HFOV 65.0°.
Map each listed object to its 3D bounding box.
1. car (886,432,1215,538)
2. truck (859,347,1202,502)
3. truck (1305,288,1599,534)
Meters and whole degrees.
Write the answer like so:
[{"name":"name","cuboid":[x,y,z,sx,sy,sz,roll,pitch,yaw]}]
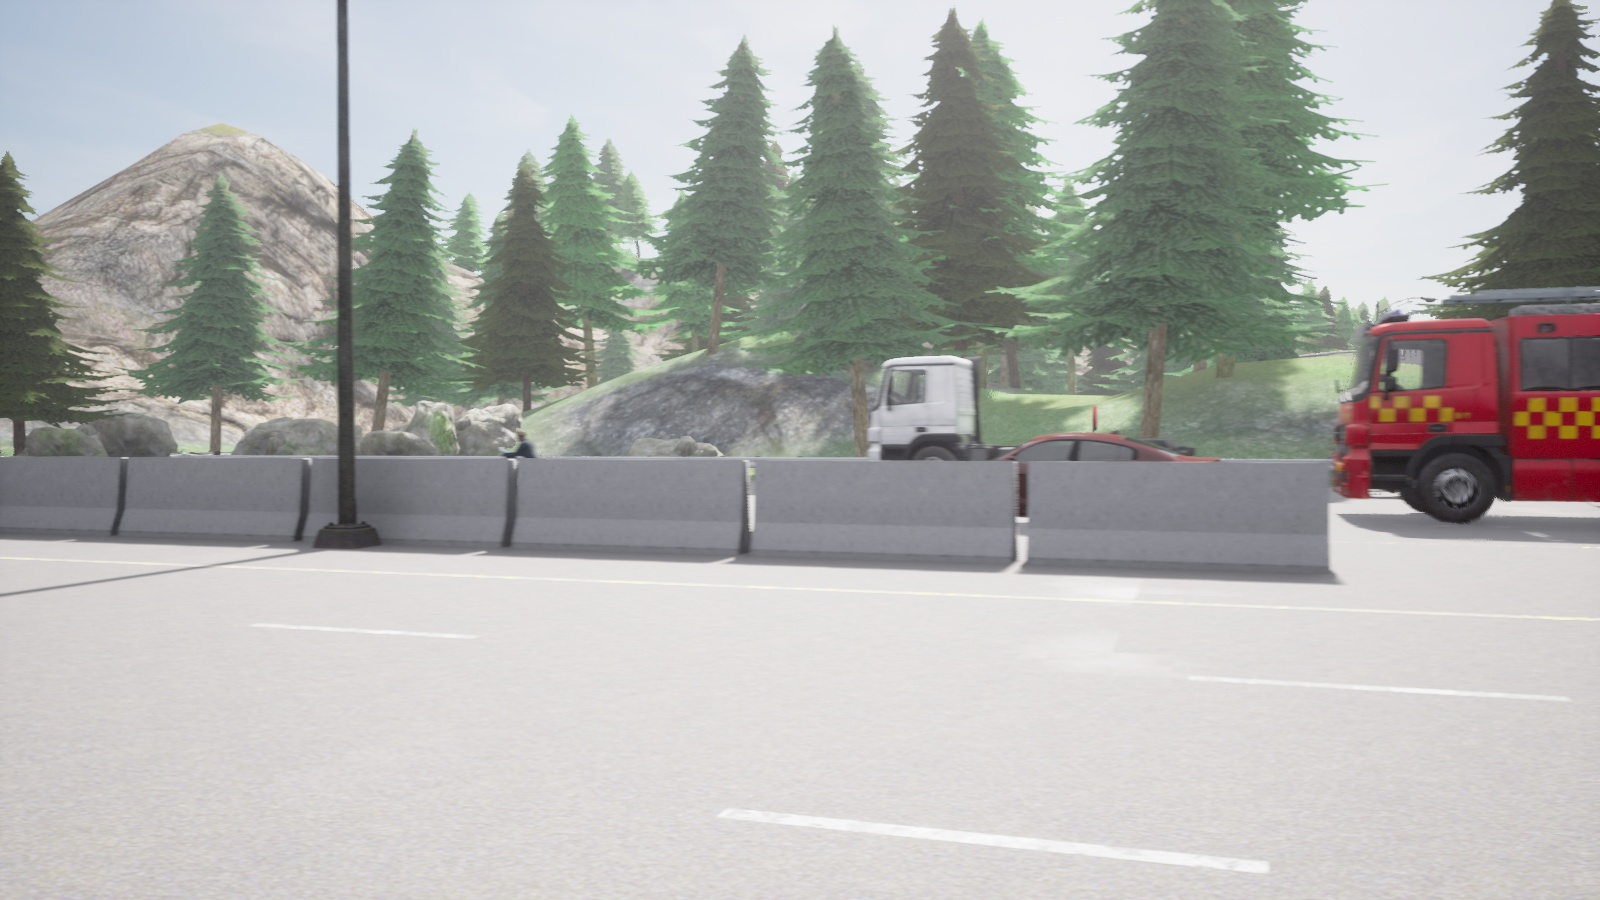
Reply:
[{"name":"car","cuboid":[4.057,0.495,20.291,5.008,1.535,1.882,1,1,19]},{"name":"truck","cuboid":[5.669,-0.627,30.810,7.936,3.462,2.891,1,1,19]},{"name":"truck","cuboid":[13.087,-0.624,20.926,8.468,3.827,2.891,1,1,19]}]
